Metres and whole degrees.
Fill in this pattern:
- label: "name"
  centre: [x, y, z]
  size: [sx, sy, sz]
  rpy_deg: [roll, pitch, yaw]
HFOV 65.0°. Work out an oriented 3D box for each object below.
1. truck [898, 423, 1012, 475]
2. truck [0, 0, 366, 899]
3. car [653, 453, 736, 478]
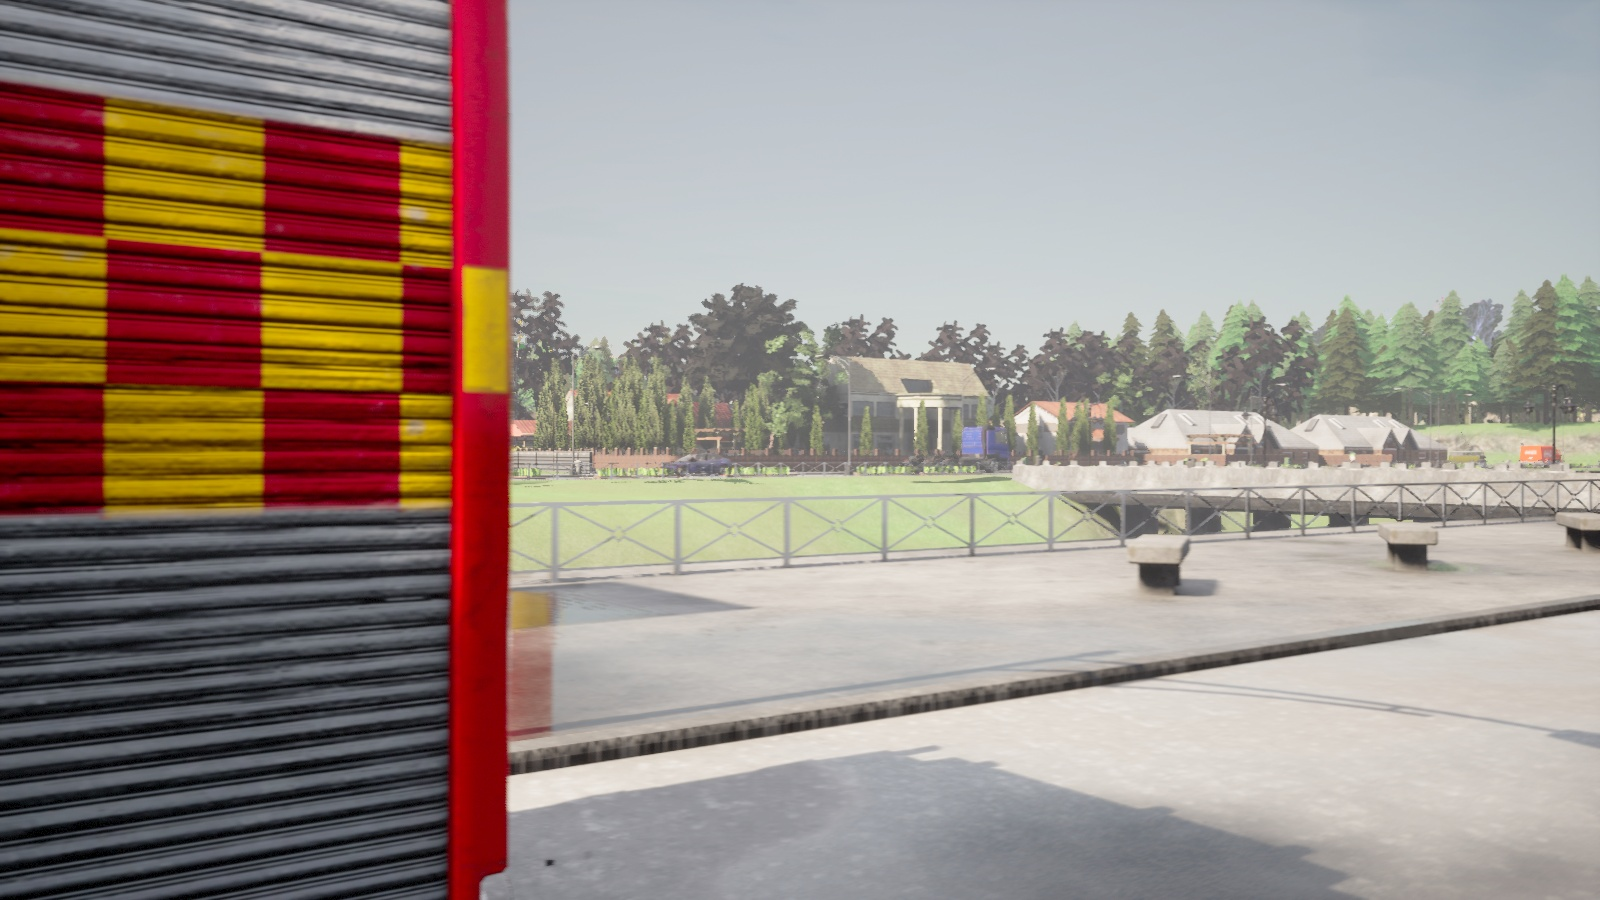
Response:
- label: "truck"
  centre: [10.796, -0.047, 86.948]
  size: [7.936, 3.462, 2.891]
  rpy_deg: [0, 0, -35]
- label: "truck"
  centre: [-5.001, -0.407, 0.790]
  size: [8.468, 3.827, 2.891]
  rpy_deg: [0, 0, -35]
- label: "car"
  centre: [-6.698, 0.954, 79.647]
  size: [4.792, 1.488, 2.163]
  rpy_deg: [0, 0, -35]
